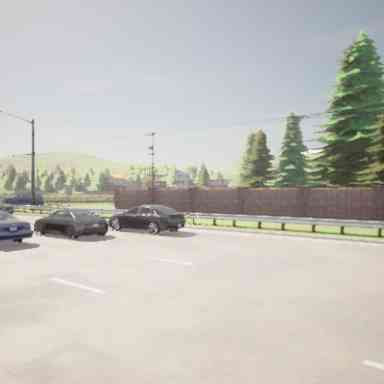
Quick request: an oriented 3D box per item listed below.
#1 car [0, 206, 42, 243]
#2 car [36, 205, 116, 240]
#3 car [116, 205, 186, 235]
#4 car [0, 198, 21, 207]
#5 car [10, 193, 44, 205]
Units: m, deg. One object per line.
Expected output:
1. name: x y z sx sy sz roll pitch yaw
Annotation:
1. car: -9.257 1.530 14.885 5.357 1.411 2.033 0 0 35
2. car: -6.217 1.548 17.016 4.181 1.385 1.994 0 0 35
3. car: -2.609 1.491 18.743 4.892 1.490 1.837 0 0 35
4. car: -17.895 1.513 29.637 5.357 1.411 2.033 0 0 35
5. car: -24.756 1.170 48.957 5.566 2.045 2.150 0 0 -16
